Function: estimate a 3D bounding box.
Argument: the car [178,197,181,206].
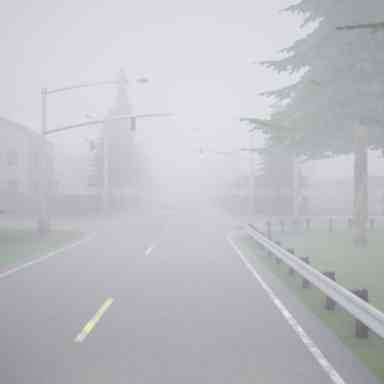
[{"bbox_3d":[-3.203,1.664,63.666,2.097,1.767,4.553,0,0,1],"label":"car"}]

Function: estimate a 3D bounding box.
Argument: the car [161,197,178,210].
[{"bbox_3d":[-3.350,1.754,47.045,1.812,1.442,4.674,0,0,1],"label":"car"}]
